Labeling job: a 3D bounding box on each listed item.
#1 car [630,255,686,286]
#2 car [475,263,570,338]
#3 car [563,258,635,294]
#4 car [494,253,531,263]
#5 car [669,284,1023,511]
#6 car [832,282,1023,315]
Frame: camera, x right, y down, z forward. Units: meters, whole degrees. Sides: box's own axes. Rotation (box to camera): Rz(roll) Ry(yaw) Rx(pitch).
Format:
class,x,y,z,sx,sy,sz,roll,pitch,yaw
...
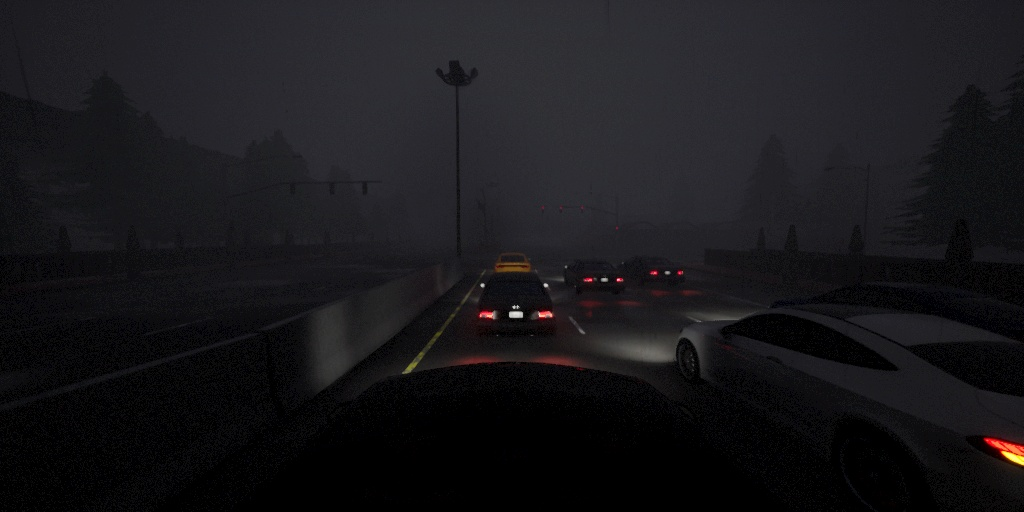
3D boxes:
class,x,y,z,sx,sy,sz,roll,pitch,yaw
car,7.028,0.668,18.711,2.033,1.411,5.357,0,3,0
car,0.068,1.137,9.720,2.033,1.411,5.357,0,2,0
car,3.532,0.811,16.206,2.033,1.411,5.357,0,3,0
car,0.022,0.548,19.515,1.882,1.535,5.008,0,3,0
car,3.587,1.260,3.982,1.812,1.442,4.674,0,0,0
car,7.077,1.207,6.716,1.812,1.442,4.674,0,1,0
